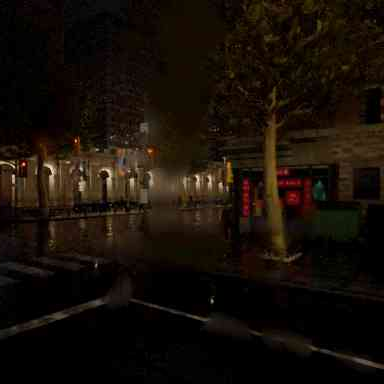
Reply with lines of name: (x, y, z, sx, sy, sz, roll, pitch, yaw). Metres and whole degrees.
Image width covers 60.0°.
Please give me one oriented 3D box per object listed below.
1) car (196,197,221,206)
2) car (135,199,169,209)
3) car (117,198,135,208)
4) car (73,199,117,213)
car: (2.819, 1.547, 54.655, 2.033, 1.411, 5.357, 0, 0, 36)
car: (-4.951, 1.564, 43.921, 1.994, 1.385, 4.181, 0, 0, 35)
car: (-10.252, 1.595, 47.928, 1.895, 1.301, 4.718, 0, 0, 36)
car: (-10.713, 1.564, 35.917, 1.994, 1.385, 4.181, 0, 0, 36)
